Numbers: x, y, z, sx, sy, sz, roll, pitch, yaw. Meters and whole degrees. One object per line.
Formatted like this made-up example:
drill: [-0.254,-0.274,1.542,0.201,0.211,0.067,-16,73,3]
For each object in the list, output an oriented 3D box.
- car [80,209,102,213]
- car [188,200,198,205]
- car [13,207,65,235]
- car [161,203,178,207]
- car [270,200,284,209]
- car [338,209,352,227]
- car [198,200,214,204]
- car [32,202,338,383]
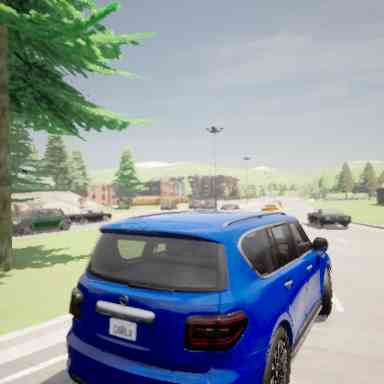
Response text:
car: [-9.862,2.341,31.790,1.895,1.301,4.718,-2,-1,28]
car: [0.718,2.404,63.549,2.097,1.767,4.553,-1,-1,17]
car: [-10.919,1.975,23.418,2.097,1.767,4.553,-2,-1,32]
car: [-4.073,2.632,59.681,2.033,1.411,5.357,-1,-1,17]
car: [15.013,2.222,58.529,2.033,1.411,5.357,-1,-1,17]
car: [9.765,1.810,24.023,1.895,1.301,4.718,-1,-1,6]
car: [3.167,2.286,59.530,2.097,1.767,4.553,-1,-1,17]
car: [0.732,1.303,5.230,2.150,2.045,5.566,0,0,30]
